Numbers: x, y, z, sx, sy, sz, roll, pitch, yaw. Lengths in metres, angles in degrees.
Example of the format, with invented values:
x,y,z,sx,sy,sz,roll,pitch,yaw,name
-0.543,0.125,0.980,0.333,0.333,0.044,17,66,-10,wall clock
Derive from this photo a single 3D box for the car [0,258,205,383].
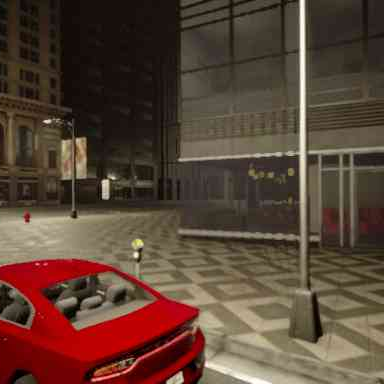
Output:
x,y,z,sx,sy,sz,roll,pitch,yaw,name
-1.967,1.544,4.257,4.507,1.381,1.887,0,0,36,car
